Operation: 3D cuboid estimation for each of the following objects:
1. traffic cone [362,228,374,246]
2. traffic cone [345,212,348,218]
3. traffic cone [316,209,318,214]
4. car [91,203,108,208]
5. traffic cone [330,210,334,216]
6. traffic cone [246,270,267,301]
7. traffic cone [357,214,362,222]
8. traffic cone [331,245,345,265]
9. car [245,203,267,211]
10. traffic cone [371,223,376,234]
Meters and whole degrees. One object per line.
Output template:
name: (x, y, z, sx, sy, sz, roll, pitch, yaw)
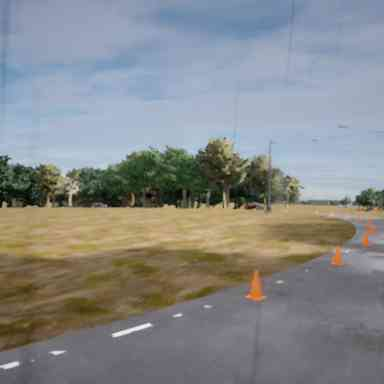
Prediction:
traffic cone: (7.518, 1.996, 14.342, 0.340, 0.580, 0.340, 1, 0, 35)
traffic cone: (14.714, 2.186, 31.661, 0.340, 0.580, 0.340, 2, -1, 11)
traffic cone: (15.467, 2.412, 41.055, 0.340, 0.580, 0.340, 2, -2, -1)
car: (-25.029, 3.635, 89.648, 4.902, 1.511, 2.128, -1, -3, 23)
traffic cone: (15.337, 2.289, 36.339, 0.340, 0.580, 0.340, 2, -1, 5)
traffic cone: (1.392, 1.979, 7.172, 0.340, 0.580, 0.340, 0, 0, -44)
traffic cone: (13.607, 2.103, 27.074, 0.340, 0.580, 0.340, 1, 0, 17)
traffic cone: (4.643, 1.987, 10.598, 0.340, 0.580, 0.340, 0, 0, 40)
car: (12.005, 2.734, 62.266, 1.882, 1.535, 5.008, 3, -3, -29)
traffic cone: (9.989, 2.008, 18.366, 0.340, 0.580, 0.340, 1, 0, 29)
